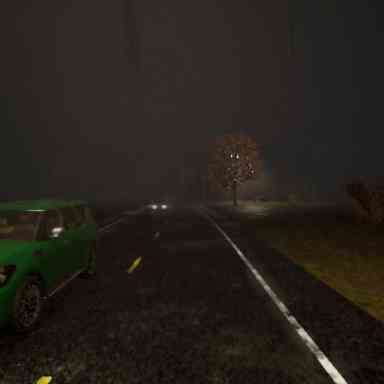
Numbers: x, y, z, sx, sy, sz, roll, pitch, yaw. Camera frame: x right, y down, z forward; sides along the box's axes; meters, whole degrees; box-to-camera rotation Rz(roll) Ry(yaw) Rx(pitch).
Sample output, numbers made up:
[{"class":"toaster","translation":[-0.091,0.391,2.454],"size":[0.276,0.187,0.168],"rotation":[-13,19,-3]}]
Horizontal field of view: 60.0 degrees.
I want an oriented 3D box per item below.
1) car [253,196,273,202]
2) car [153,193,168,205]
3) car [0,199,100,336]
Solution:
[{"class":"car","translation":[15.575,1.487,72.919],"size":[4.181,1.385,1.994],"rotation":[0,1,-3]},{"class":"car","translation":[-5.349,1.113,56.387],"size":[2.150,2.045,5.566],"rotation":[0,0,-3]},{"class":"car","translation":[-3.607,1.208,7.005],"size":[2.150,2.045,5.566],"rotation":[0,0,0]}]
